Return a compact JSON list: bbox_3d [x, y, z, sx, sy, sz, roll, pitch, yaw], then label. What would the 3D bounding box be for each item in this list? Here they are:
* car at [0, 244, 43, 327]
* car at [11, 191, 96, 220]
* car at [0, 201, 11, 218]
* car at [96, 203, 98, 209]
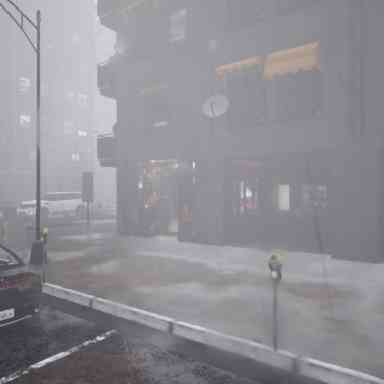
[{"bbox_3d":[-4.485,1.551,6.095,4.403,1.369,2.008,0,0,36],"label":"car"},{"bbox_3d":[-10.741,0.994,26.274,2.150,2.045,5.566,0,1,35],"label":"car"},{"bbox_3d":[-13.991,1.350,26.132,2.008,1.369,4.403,1,1,35],"label":"car"},{"bbox_3d":[-10.889,1.250,30.549,1.752,1.417,4.829,1,1,35],"label":"car"}]
